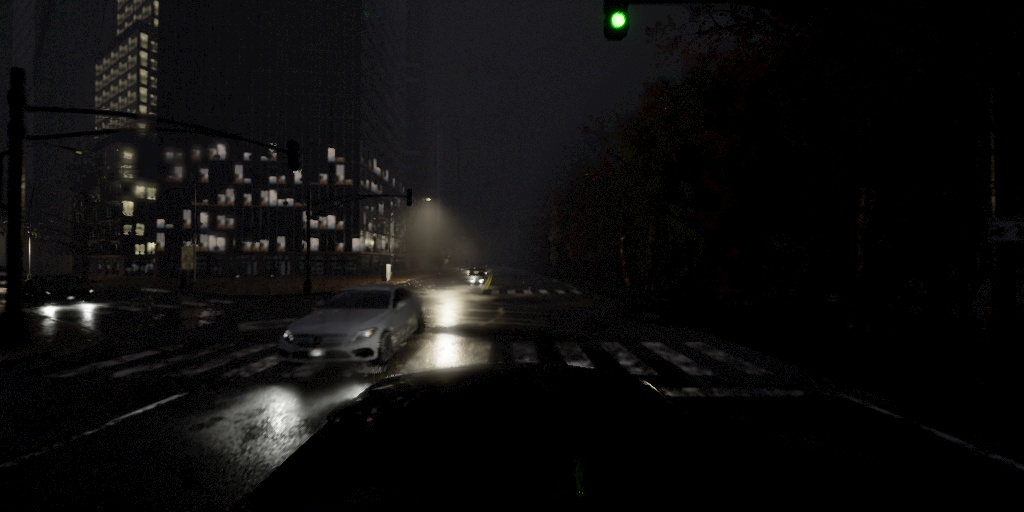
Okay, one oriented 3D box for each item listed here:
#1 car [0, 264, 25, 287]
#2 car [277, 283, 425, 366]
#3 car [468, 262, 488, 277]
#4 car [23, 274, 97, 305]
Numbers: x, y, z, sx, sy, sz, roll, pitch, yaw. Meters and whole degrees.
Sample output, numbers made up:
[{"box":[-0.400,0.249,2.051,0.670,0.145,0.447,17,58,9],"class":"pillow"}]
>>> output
[{"box":[-38.844,1.612,26.992,5.566,2.045,2.150,-1,-1,28],"class":"car"},{"box":[-3.296,1.385,8.354,1.812,1.442,4.674,0,-1,-1],"class":"car"},{"box":[-4.291,1.813,44.373,2.128,1.511,4.902,0,-1,-3],"class":"car"},{"box":[-24.021,1.703,18.910,5.357,1.411,2.033,-1,-1,29],"class":"car"}]
